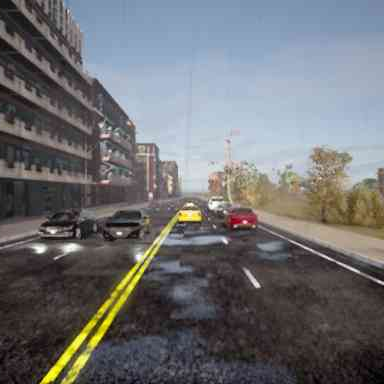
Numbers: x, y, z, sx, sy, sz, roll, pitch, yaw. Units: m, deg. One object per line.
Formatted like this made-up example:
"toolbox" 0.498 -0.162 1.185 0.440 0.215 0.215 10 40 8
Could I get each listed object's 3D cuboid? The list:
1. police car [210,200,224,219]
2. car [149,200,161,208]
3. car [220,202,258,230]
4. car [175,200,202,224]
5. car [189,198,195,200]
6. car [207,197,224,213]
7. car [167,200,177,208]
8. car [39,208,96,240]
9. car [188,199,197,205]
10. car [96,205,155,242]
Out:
"police car" 3.254 1.855 33.876 2.038 1.542 4.974 0 -1 0
"car" -6.550 2.179 59.092 1.994 1.385 4.181 0 -1 0
"car" 3.253 1.713 22.876 1.882 1.535 5.008 0 -1 0
"car" -0.127 1.740 27.691 1.801 1.575 5.366 0 -1 1
"car" 0.008 2.094 70.584 2.097 1.767 4.553 0 -1 0
"car" 3.255 1.686 44.908 2.150 2.045 5.566 0 -1 0
"car" -3.302 2.176 58.799 1.994 1.385 4.181 0 -1 0
"car" -6.598 1.692 18.230 1.837 1.490 4.892 0 -1 0
"car" 0.009 2.376 80.952 2.128 1.511 4.902 0 -1 0
"car" -3.349 1.661 17.833 1.882 1.535 5.008 0 -1 0
